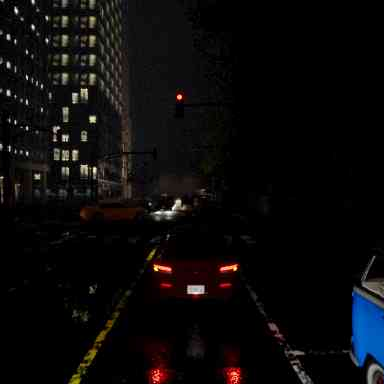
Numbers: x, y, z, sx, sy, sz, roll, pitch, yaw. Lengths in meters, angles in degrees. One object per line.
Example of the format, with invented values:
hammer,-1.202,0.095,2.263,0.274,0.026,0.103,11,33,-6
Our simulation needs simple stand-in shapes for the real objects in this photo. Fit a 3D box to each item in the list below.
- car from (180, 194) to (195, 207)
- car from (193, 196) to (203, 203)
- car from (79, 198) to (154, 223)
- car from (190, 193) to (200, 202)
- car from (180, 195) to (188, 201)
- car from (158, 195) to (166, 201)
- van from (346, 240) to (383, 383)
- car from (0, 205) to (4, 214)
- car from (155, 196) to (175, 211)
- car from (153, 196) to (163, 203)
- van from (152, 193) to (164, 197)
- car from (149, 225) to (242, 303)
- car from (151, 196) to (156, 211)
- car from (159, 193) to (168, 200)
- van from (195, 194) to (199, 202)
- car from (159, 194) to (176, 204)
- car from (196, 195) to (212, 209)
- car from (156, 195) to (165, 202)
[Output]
car,-0.751,1.472,51.465,2.128,1.511,4.902,0,0,-2
car,1.163,1.492,68.003,1.752,1.417,4.829,0,0,-2
car,-5.722,1.422,24.719,5.008,1.535,1.882,0,1,-27
car,0.714,1.271,78.921,2.192,1.841,5.009,0,0,-3
car,-1.918,1.455,80.396,1.837,1.490,4.892,0,0,-3
car,-7.555,1.532,84.089,1.802,1.307,4.206,0,0,-3
van,2.558,1.341,2.122,1.690,1.788,3.998,0,0,0
car,-18.229,1.377,28.480,4.206,1.307,1.802,1,0,3
car,-3.420,1.551,40.407,1.994,1.385,4.181,0,0,-3
car,-6.848,1.512,67.458,1.887,1.381,4.507,0,0,-2
van,-6.645,1.314,61.915,1.690,1.788,3.998,0,0,-2
car,0.051,1.525,8.056,1.812,1.442,4.674,0,0,0
car,-5.845,1.539,39.744,2.008,1.369,4.403,0,0,-1
car,-8.106,1.252,95.169,2.192,1.841,5.009,0,0,-3
van,1.732,1.322,51.209,1.690,1.788,3.998,0,0,-2
car,-3.665,1.486,50.442,1.837,1.490,4.892,0,0,-1
car,1.884,1.510,45.837,1.752,1.417,4.829,0,0,-2
car,-7.302,1.501,78.544,1.887,1.381,4.507,0,0,-2
